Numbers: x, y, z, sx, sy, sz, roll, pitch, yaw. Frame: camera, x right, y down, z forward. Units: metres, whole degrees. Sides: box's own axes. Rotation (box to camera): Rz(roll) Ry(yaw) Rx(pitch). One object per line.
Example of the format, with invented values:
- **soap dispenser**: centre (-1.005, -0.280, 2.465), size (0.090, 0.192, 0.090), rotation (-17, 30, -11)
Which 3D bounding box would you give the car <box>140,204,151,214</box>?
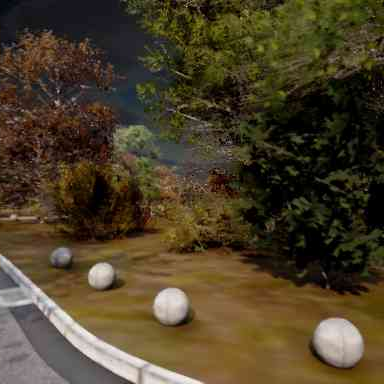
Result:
- **car**: centre (-8.024, 2.468, 46.494), size (4.553, 1.767, 2.097), rotation (2, -3, -38)
